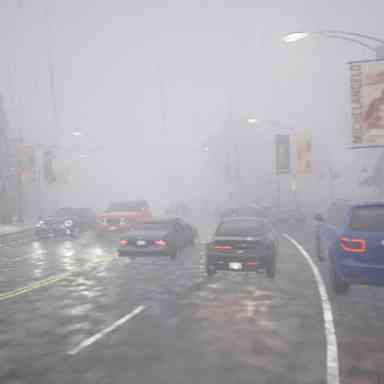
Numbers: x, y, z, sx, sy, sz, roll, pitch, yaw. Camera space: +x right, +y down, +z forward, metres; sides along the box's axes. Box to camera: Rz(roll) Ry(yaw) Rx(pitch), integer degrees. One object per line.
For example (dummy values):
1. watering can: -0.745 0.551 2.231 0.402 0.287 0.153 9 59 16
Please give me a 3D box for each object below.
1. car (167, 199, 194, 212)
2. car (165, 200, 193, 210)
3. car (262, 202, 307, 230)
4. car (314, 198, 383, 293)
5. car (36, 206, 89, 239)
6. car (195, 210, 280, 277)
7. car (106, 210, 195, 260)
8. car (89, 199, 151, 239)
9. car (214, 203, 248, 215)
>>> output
1. car: -1.667 1.835 45.028 1.801 1.575 5.366 -1 0 -24
2. car: -1.707 1.795 34.840 2.128 1.511 4.902 -1 0 -13
3. car: 6.534 1.594 23.642 1.895 1.301 4.718 -2 0 2
4. car: 4.517 1.161 8.597 2.150 2.045 5.566 -2 0 15
5. car: -7.240 1.694 19.704 2.097 1.767 4.553 -2 0 4
6. car: 1.684 1.536 10.389 1.837 1.490 4.892 -1 0 15
7. car: -1.114 1.674 13.040 2.033 1.411 5.357 -2 0 12
8. car: -3.757 1.488 19.391 2.150 2.045 5.566 -2 0 4
9. car: 3.016 1.649 27.632 1.812 1.442 4.674 -1 0 -4
